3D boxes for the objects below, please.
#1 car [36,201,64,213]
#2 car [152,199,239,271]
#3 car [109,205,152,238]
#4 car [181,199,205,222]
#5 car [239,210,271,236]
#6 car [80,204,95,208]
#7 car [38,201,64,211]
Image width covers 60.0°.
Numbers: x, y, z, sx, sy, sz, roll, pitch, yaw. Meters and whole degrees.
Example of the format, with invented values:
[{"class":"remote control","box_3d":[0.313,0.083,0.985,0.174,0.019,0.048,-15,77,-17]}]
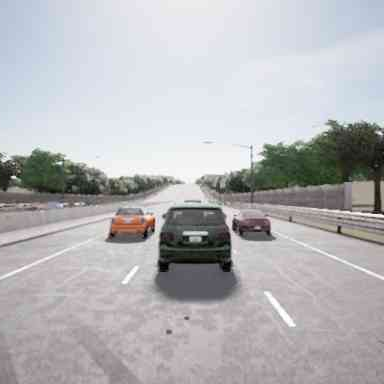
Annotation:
[{"class":"car","box_3d":[-21.066,2.179,49.498,2.097,1.767,4.553,0,-1,0]},{"class":"car","box_3d":[0.094,1.377,11.587,2.150,2.045,5.566,0,0,0]},{"class":"car","box_3d":[-3.406,1.627,19.795,2.097,1.767,4.553,0,-1,0]},{"class":"car","box_3d":[0.084,1.725,33.055,2.150,2.045,5.566,0,-1,0]},{"class":"car","box_3d":[3.593,1.812,20.460,1.812,1.442,4.674,0,-1,0]},{"class":"car","box_3d":[-14.100,2.329,44.658,1.895,1.301,4.718,0,-1,1]},{"class":"car","box_3d":[-17.605,2.197,41.841,1.812,1.442,4.674,0,-1,0]}]
